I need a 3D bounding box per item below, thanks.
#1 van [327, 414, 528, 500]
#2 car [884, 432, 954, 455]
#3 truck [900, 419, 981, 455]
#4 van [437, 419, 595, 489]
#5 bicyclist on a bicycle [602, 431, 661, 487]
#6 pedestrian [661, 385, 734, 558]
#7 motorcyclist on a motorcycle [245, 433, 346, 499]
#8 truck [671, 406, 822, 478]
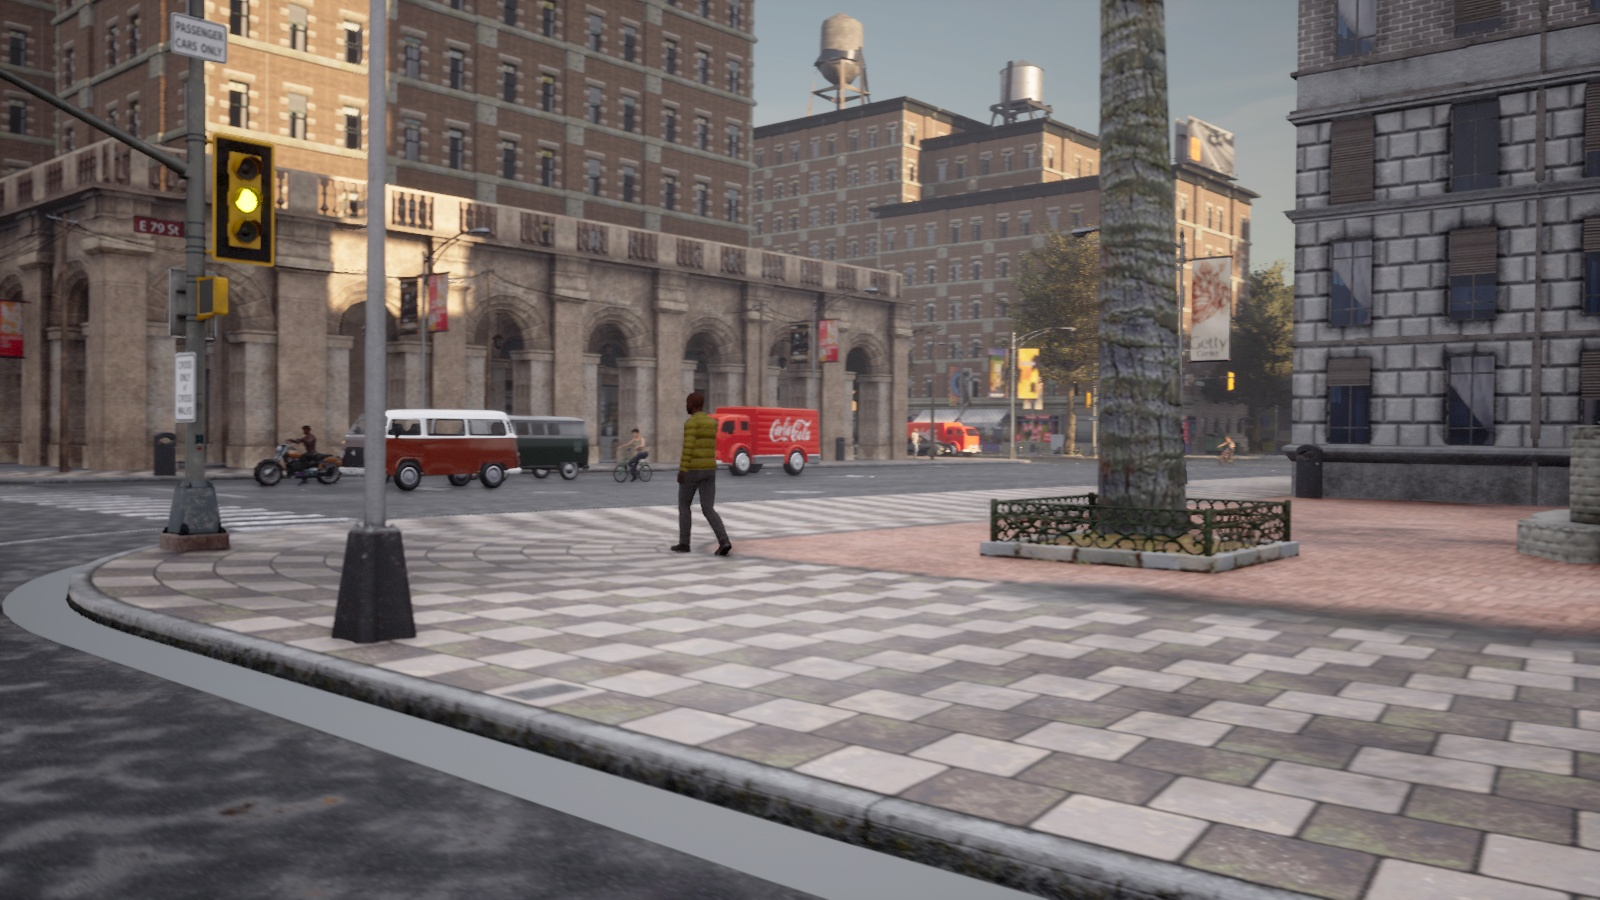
[{"bbox_3d":[-9.429,0.137,32.076,2.069,2.038,4.480,0,1,42],"label":"van"},{"bbox_3d":[8.169,-0.454,86.612,4.514,1.525,2.007,0,1,42],"label":"car"},{"bbox_3d":[10.011,-0.939,89.614,5.204,2.467,2.627,0,1,41],"label":"truck"},{"bbox_3d":[-8.588,0.084,38.258,1.775,1.987,4.442,0,1,42],"label":"van"},{"bbox_3d":[-4.971,0.252,37.124,0.866,1.612,1.509,0,1,41],"label":"bicyclist on a bicycle"},{"bbox_3d":[-1.122,0.229,13.697,0.726,1.835,0.370,0,1,41],"label":"pedestrian"},{"bbox_3d":[-13.207,0.384,32.948,0.766,1.649,2.350,0,1,41],"label":"motorcyclist on a motorcycle"},{"bbox_3d":[-1.886,-0.304,45.891,2.627,2.467,5.204,0,1,41],"label":"truck"}]
